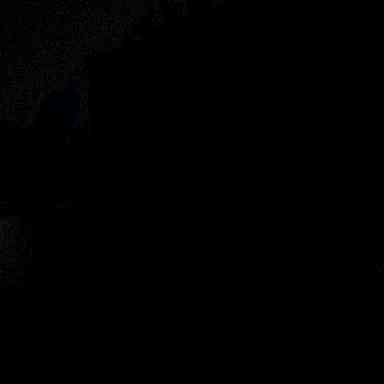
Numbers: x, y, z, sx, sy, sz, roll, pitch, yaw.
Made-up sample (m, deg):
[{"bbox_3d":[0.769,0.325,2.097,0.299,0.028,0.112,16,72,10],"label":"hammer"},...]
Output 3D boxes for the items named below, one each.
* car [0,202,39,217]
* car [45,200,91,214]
[{"bbox_3d":[-16.203,1.600,30.170,2.008,1.369,4.403,-1,0,35],"label":"car"},{"bbox_3d":[-12.837,1.529,34.948,1.752,1.417,4.829,-1,0,35],"label":"car"}]
